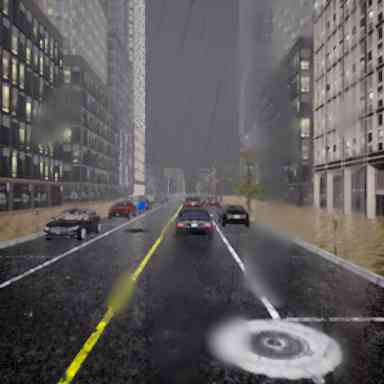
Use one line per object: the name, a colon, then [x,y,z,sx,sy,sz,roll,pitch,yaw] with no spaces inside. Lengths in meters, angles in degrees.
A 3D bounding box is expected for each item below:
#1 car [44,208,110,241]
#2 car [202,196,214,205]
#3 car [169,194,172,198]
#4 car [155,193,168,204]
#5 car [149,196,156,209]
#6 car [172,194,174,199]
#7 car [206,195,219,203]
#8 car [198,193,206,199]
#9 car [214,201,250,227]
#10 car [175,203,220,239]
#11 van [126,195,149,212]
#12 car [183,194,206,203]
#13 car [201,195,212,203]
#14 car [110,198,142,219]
car: [-5.686,1.498,16.295,2.008,1.369,4.403,0,0,0]
car: [2.699,1.390,56.125,1.802,1.307,4.206,0,0,0]
car: [-5.680,1.330,67.525,1.947,1.339,4.313,0,0,0]
car: [-5.681,1.247,56.139,1.967,1.590,4.097,0,0,0]
car: [-5.683,1.452,39.064,1.802,1.307,4.206,0,0,0]
car: [-5.677,1.202,90.122,1.752,1.417,4.829,0,0,0]
car: [2.699,1.290,44.740,1.967,1.590,4.097,0,0,0]
car: [2.704,1.116,90.275,1.967,1.590,4.097,0,0,0]
car: [2.695,1.495,21.974,1.947,1.339,4.313,0,0,0]
car: [0.101,1.492,16.969,2.033,1.411,5.357,0,0,0]
van: [-5.683,1.231,33.371,1.690,1.788,3.998,0,0,0]
car: [0.103,1.235,35.404,2.097,1.767,4.553,0,0,0]
car: [2.700,1.311,61.987,1.752,1.417,4.829,0,0,0]
car: [-5.684,1.454,27.679,1.887,1.381,4.507,0,0,0]
